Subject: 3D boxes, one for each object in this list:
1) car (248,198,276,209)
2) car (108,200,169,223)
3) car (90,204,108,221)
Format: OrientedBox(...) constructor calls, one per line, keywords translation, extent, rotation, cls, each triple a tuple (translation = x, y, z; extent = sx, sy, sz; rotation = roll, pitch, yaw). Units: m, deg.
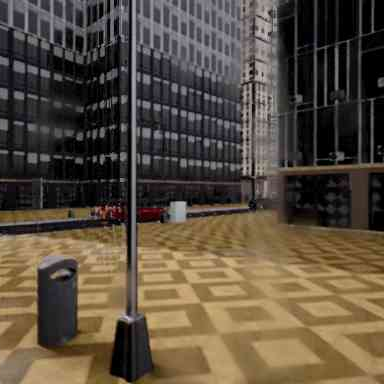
OrientedBox(translation=(9.559, 1.544, 45.273), extent=(4.892, 1.490, 1.837), rotation=(0, 0, -44), cls="car")
OrientedBox(translation=(-3.905, 1.464, 26.194), extent=(2.097, 1.767, 4.553), rotation=(0, 0, 41), cls="car")
OrientedBox(translation=(-6.297, 1.450, 28.244), extent=(2.097, 1.767, 4.553), rotation=(0, 0, 41), cls="car")
